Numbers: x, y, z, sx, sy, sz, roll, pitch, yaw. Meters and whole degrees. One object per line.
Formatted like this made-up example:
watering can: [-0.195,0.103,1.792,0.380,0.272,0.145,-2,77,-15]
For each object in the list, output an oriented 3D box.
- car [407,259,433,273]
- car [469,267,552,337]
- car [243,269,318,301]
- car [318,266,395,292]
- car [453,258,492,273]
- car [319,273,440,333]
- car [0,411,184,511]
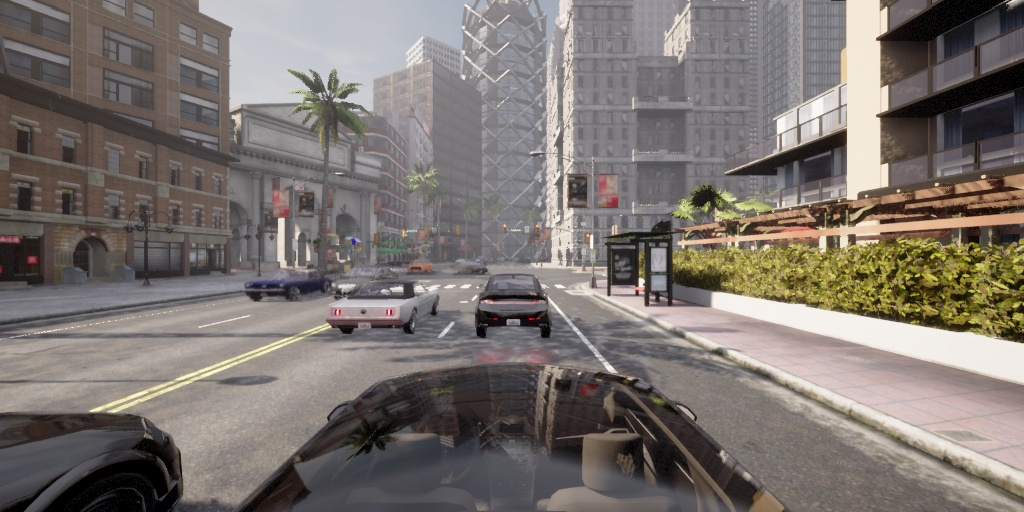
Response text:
car: [-10.687,1.101,42.027,2.097,1.767,4.553,0,0,0]
car: [0.041,1.242,10.289,2.128,1.511,4.902,0,0,0]
car: [-10.634,1.351,17.563,1.895,1.301,4.718,0,0,0]
car: [-7.135,1.241,17.796,2.128,1.511,4.902,0,0,0]
car: [-4.740,1.297,40.872,2.033,1.411,5.357,0,0,-33]
car: [-3.457,1.351,10.668,1.895,1.301,4.718,0,0,0]
car: [-3.392,1.314,0.849,1.994,1.385,4.181,0,0,0]
